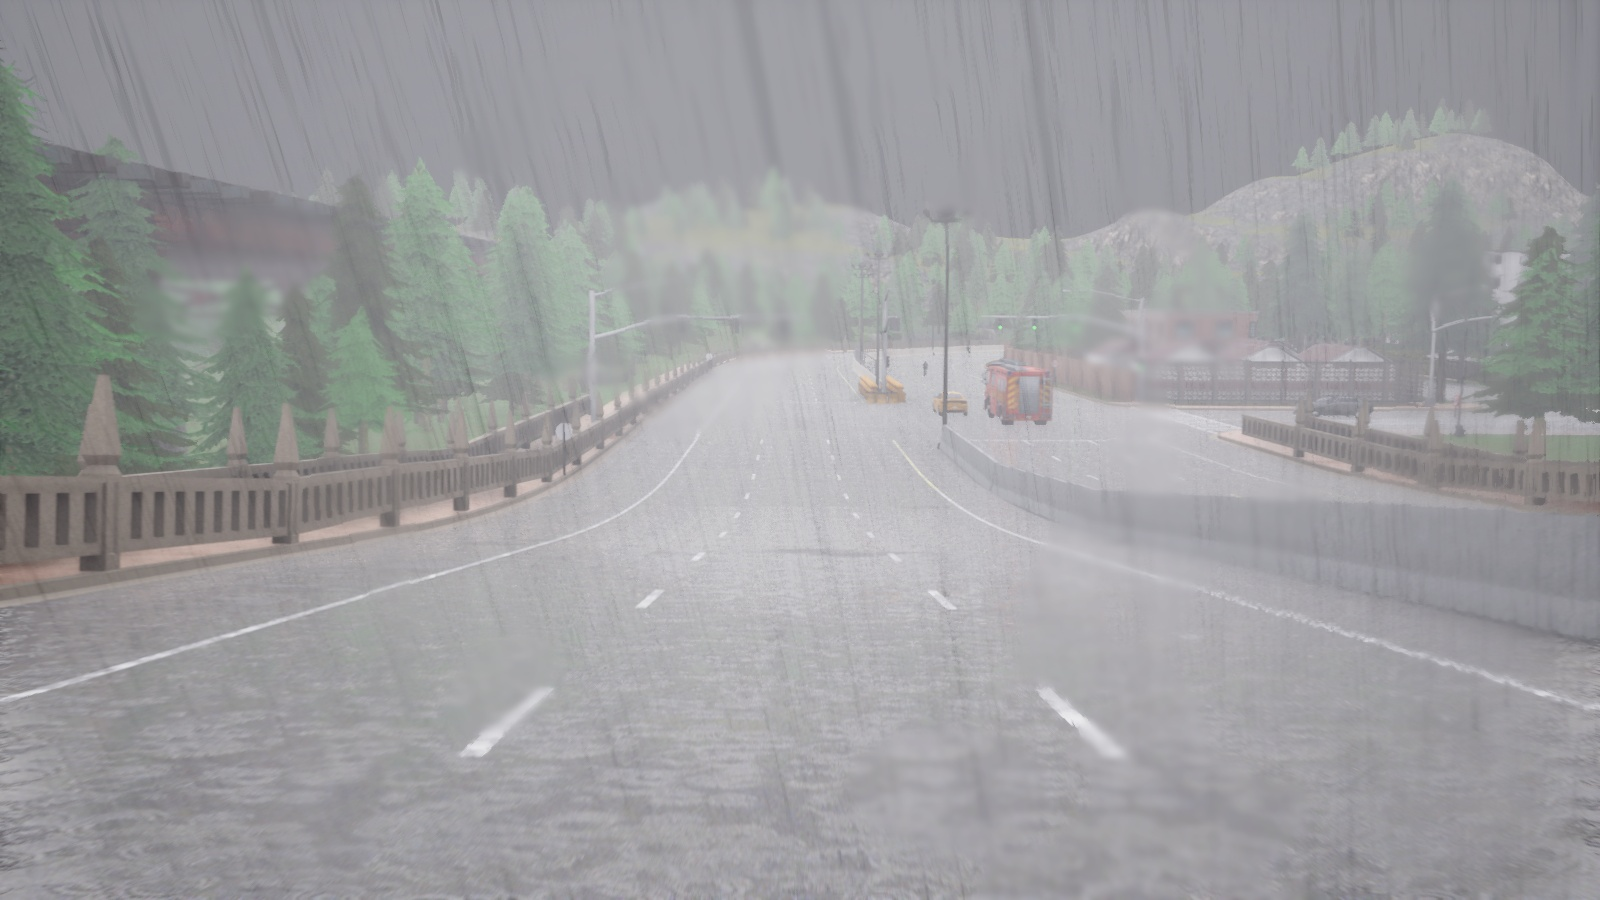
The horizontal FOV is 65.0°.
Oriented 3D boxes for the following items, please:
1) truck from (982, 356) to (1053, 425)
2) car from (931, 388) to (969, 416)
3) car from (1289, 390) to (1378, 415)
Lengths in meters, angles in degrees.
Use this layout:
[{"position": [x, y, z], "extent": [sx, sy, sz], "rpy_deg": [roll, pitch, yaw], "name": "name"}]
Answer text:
[{"position": [13.606, -3.863, 79.397], "extent": [2.891, 3.827, 8.468], "rpy_deg": [0, 6, 0], "name": "truck"}, {"position": [10.067, -3.288, 84.703], "extent": [1.882, 1.535, 5.008], "rpy_deg": [0, 6, 0], "name": "car"}, {"position": [34.914, -3.134, 82.282], "extent": [4.902, 1.511, 2.128], "rpy_deg": [0, 6, 1], "name": "car"}]
